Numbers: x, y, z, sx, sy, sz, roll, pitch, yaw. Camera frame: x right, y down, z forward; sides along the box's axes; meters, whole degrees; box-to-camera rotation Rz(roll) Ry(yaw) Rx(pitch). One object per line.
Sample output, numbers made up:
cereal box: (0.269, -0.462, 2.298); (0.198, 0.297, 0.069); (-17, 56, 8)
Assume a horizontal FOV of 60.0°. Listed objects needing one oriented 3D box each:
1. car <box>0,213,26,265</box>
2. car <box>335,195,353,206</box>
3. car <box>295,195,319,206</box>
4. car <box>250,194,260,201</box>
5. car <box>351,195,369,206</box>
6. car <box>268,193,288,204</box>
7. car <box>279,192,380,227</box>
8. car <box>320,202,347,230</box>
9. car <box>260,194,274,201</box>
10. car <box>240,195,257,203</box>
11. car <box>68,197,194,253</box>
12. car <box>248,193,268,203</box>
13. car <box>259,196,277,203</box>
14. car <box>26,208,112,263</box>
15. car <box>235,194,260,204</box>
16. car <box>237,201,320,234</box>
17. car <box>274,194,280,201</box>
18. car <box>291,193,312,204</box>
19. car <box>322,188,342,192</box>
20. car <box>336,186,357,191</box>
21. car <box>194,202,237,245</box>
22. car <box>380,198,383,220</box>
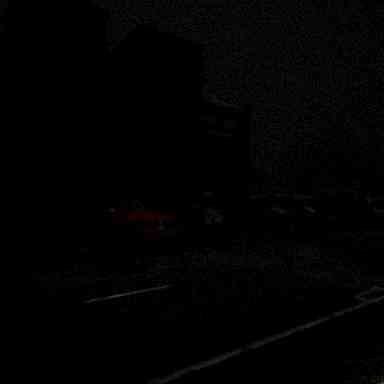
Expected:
car: (-7.921, 1.213, 10.297); (5.566, 2.045, 2.435); (-1, -1, 35)
car: (27.485, 1.559, 60.150); (2.185, 1.767, 4.553); (1, -2, 35)
car: (16.184, 1.199, 46.647); (2.002, 1.452, 4.674); (1, 0, 35)
car: (11.234, 1.161, 54.101); (1.946, 1.575, 5.366); (0, -1, 35)
car: (29.164, 1.556, 57.617); (2.185, 1.767, 4.553); (1, -2, 35)
car: (18.888, 1.437, 72.580); (2.435, 2.045, 5.566); (1, -2, 35)
car: (9.233, 1.218, 22.506); (5.566, 2.045, 2.435); (-1, 0, 35)
car: (6.797, 1.515, 20.753); (4.674, 1.452, 2.002); (-1, -1, 35)
car: (12.799, 1.034, 51.490); (2.185, 1.767, 4.553); (0, -1, 35)
car: (13.597, 1.678, 79.851); (1.946, 1.575, 5.366); (1, -2, 35)
car: (-3.020, 1.218, 13.783); (5.566, 2.045, 2.435); (-1, -1, 35)
car: (15.407, 1.435, 77.502); (2.435, 2.045, 5.566); (1, -2, 35)
car: (17.125, 1.688, 75.033); (2.231, 1.521, 4.892); (1, -2, 35)
car: (-5.470, 1.496, 12.035); (4.792, 1.488, 2.163); (-1, -1, 35)
car: (9.453, 1.163, 56.374); (2.231, 1.521, 4.892); (0, -1, 36)
car: (4.324, 1.476, 19.011); (5.008, 1.535, 2.097); (-1, -1, 35)
car: (14.497, 1.161, 49.077); (2.231, 1.521, 4.892); (0, -1, 35)
car: (22.295, 1.433, 67.560); (2.435, 2.045, 5.566); (1, -2, 35)
car: (17.862, 0.907, 44.190); (2.435, 2.045, 5.566); (1, -1, 35)
car: (30.602, -0.198, 67.639); (2.150, 2.045, 5.566); (2, 3, -34)
car: (-0.571, 1.346, 15.509); (4.553, 1.767, 2.185); (-1, -1, 35)
car: (11.577, 1.455, 24.343); (5.366, 1.575, 1.946); (-1, 0, 35)
